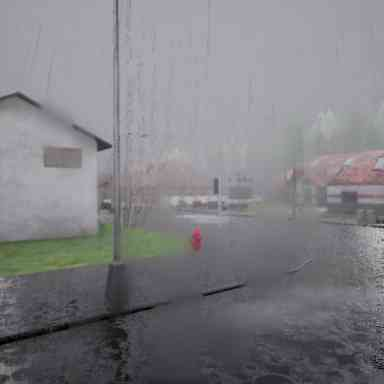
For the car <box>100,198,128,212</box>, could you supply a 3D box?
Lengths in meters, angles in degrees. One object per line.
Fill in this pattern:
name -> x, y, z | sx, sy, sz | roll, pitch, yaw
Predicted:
car -> -8.793, 1.433, 37.196 | 1.812, 1.442, 4.674 | 0, 0, -36
